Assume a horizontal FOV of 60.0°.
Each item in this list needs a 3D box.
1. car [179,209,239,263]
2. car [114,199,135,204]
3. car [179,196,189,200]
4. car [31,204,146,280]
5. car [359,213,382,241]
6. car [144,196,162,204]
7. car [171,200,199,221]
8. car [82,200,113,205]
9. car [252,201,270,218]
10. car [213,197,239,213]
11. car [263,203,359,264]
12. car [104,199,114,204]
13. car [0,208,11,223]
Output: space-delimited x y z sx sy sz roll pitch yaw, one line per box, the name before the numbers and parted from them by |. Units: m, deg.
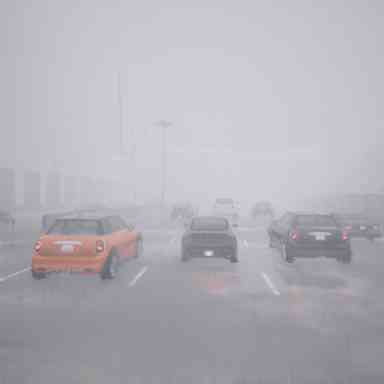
car | 0.687 1.624 12.572 1.837 1.490 4.892 0 0 4
car | -12.144 2.076 61.756 1.994 1.385 4.181 0 -1 13
car | -1.795 1.791 75.561 1.837 1.490 4.892 0 -1 13
car | -2.962 1.436 10.387 2.097 1.767 4.553 0 -1 3
car | 8.181 1.739 17.884 2.033 1.411 5.357 0 0 7
car | -7.581 1.788 65.932 2.150 2.045 5.566 0 0 13
car | -0.609 1.775 29.923 1.837 1.490 4.892 0 0 10
car | -10.634 1.825 34.896 2.033 1.411 5.357 0 -1 11
car | 7.352 1.691 34.645 2.097 1.767 4.553 0 -1 11
car | 3.317 1.526 32.179 2.150 2.045 5.566 0 0 10
car | 4.204 1.482 12.622 2.097 1.767 4.553 0 -1 4
car | -15.646 2.005 62.078 2.128 1.511 4.902 0 -1 13
car | -15.737 1.735 25.106 1.994 1.385 4.181 0 -1 8
